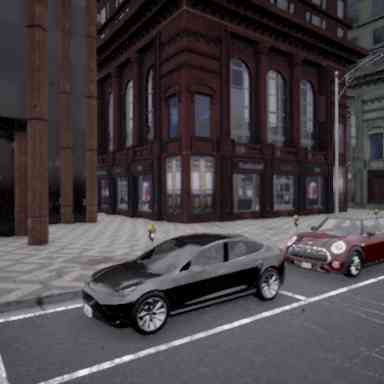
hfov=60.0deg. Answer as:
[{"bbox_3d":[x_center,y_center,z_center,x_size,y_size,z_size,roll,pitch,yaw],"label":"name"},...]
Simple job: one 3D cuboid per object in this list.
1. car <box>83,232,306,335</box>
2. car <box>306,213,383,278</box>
[{"bbox_3d":[0.071,1.553,6.704,4.313,1.339,1.947,0,0,-36],"label":"car"},{"bbox_3d":[4.657,1.409,9.981,4.097,1.590,1.967,0,0,-36],"label":"car"}]
